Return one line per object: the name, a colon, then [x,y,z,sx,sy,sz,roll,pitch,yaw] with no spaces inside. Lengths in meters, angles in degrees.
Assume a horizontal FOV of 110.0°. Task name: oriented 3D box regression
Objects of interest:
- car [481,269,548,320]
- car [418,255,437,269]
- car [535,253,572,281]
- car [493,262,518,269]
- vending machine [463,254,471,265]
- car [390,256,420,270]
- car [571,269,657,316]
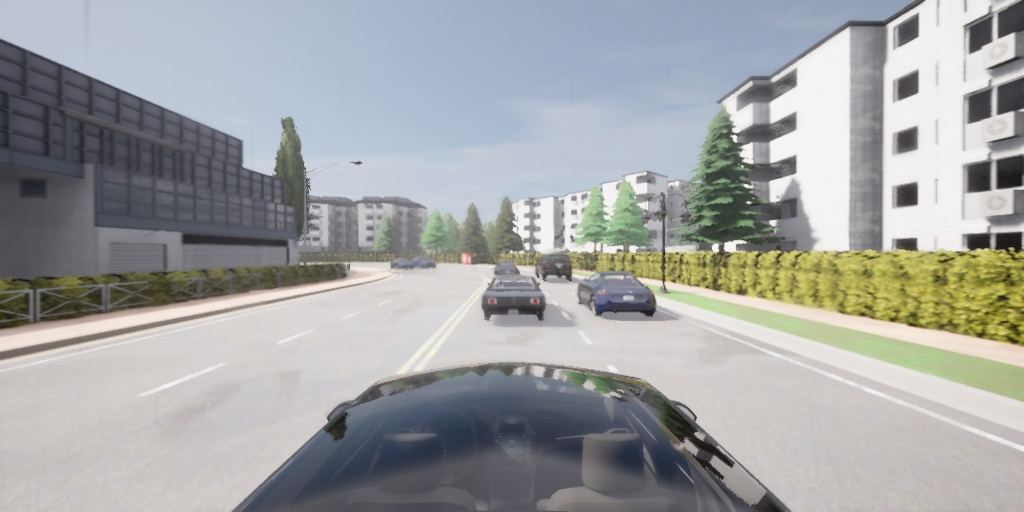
car: [0.067,1.284,12.306,1.895,1.301,4.718,0,0,0]
car: [-11.856,0.810,48.140,2.097,1.767,4.553,0,1,-37]
car: [3.125,0.810,27.764,2.150,2.045,5.566,0,1,-4]
car: [-0.558,1.141,29.288,1.994,1.385,4.181,0,0,-6]
vending machine: [-7.592,0.576,60.485,1.100,2.100,0.880,0,0,-44]
car: [-13.843,1.024,45.148,2.033,1.411,5.357,0,0,-34]
car: [3.572,1.242,12.927,1.994,1.385,4.181,0,0,0]
